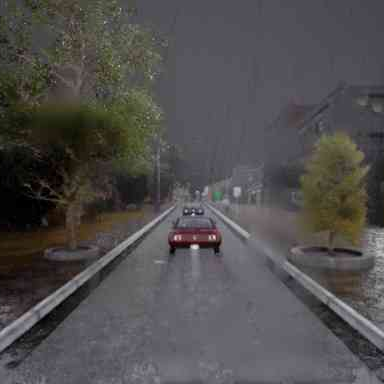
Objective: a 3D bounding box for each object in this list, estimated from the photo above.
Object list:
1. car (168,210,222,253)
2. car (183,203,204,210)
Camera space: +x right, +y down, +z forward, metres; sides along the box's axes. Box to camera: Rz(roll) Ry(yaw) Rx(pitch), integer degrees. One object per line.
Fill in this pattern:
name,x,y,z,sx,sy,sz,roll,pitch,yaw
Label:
car,0.102,1.625,13.786,1.895,1.301,4.718,0,0,0
car,0.106,1.654,30.365,1.895,1.301,4.718,0,0,0
